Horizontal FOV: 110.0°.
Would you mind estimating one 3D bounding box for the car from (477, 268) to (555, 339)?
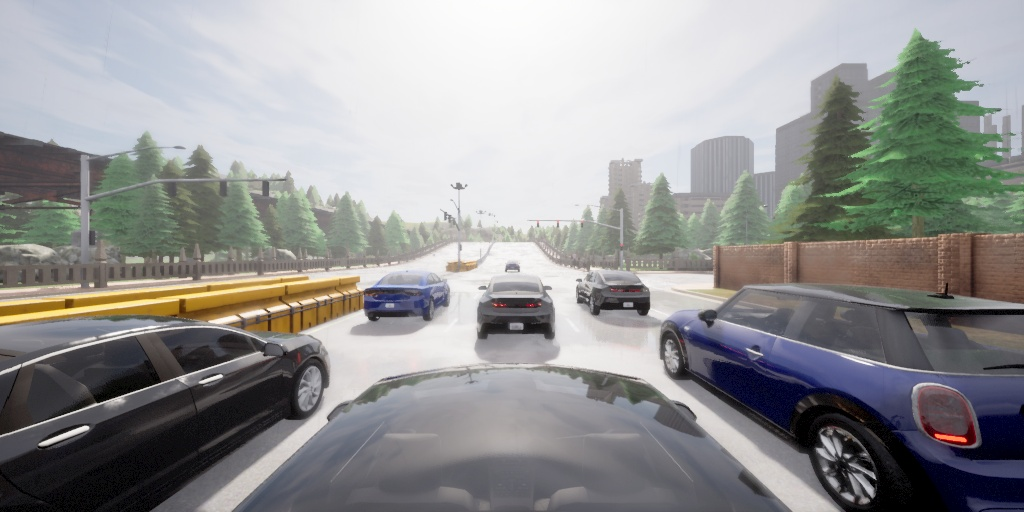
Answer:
[{"bbox_3d":[0.096,1.255,10.043,1.837,1.490,4.892,0,0,0],"label":"car"}]

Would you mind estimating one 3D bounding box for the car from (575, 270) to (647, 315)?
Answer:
[{"bbox_3d":[3.614,1.255,13.478,1.837,1.490,4.892,0,0,1],"label":"car"}]

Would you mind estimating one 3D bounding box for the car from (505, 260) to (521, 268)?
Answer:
[{"bbox_3d":[0.068,1.276,46.207,1.812,1.442,4.674,0,0,0],"label":"car"}]

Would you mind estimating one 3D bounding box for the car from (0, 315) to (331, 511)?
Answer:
[{"bbox_3d":[-3.400,1.255,2.973,1.837,1.490,4.892,0,0,0],"label":"car"}]

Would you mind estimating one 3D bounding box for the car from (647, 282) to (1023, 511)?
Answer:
[{"bbox_3d":[3.601,1.102,4.393,2.097,1.767,4.553,0,0,0],"label":"car"}]

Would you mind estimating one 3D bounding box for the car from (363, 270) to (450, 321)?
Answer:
[{"bbox_3d":[-3.404,1.228,12.466,1.882,1.535,5.008,0,0,0],"label":"car"}]
